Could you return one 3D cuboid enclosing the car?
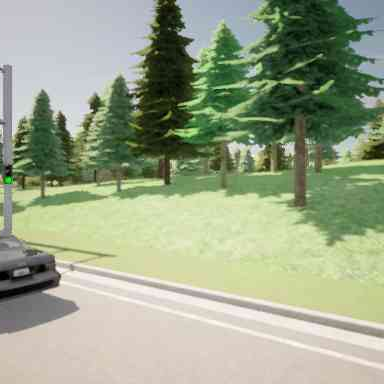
[{"bbox_3d":[-5.265,1.569,7.752,5.357,1.411,2.033,0,0,36],"label":"car"}]
